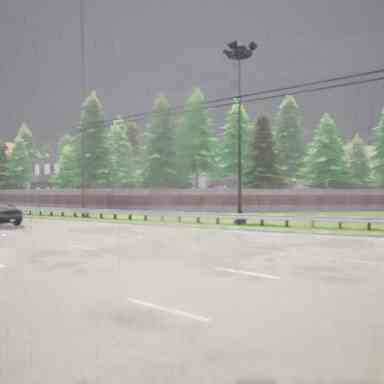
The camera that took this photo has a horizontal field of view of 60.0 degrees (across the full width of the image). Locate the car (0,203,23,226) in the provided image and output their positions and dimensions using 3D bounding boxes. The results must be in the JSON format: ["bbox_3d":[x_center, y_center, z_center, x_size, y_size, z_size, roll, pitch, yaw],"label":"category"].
[{"bbox_3d":[-13.048,1.500,21.898,4.892,1.490,1.837,0,0,36],"label":"car"}]
